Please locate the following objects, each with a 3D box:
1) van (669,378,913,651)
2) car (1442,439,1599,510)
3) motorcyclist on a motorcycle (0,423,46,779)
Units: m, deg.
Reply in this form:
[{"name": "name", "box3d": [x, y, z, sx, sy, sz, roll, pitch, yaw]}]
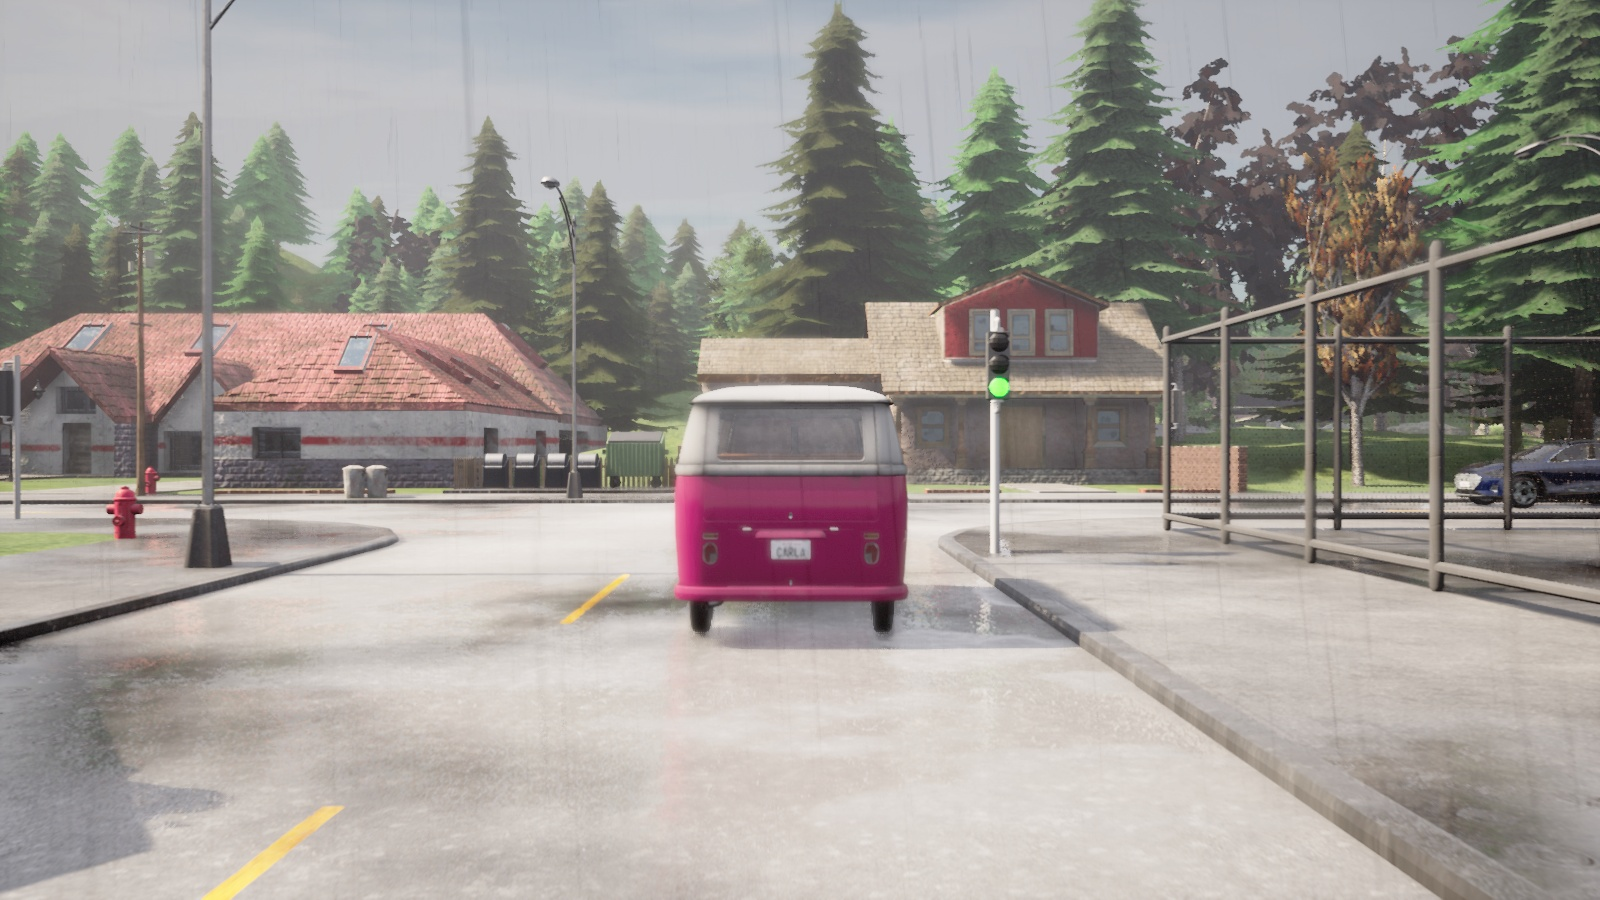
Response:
[{"name": "van", "box3d": [-0.059, 0.458, 11.377, 1.775, 1.987, 4.442, 0, 0, 0]}, {"name": "car", "box3d": [18.495, 0.576, 30.412, 4.856, 1.649, 2.033, 0, 0, -1]}, {"name": "motorcyclist on a motorcycle", "box3d": [-4.007, 0.678, 5.048, 0.866, 1.590, 1.817, 0, 0, 0]}]
